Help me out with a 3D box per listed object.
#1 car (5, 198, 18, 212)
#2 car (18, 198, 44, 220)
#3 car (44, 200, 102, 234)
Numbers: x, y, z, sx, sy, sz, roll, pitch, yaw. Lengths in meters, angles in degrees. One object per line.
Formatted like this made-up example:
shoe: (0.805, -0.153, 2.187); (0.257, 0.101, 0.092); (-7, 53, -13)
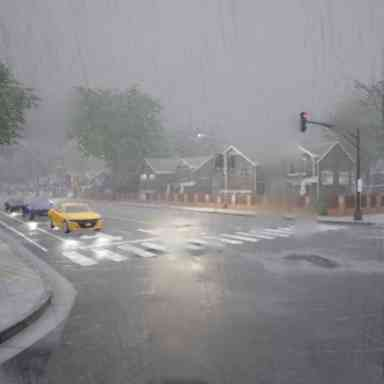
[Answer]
car: (-18.571, 1.342, 35.423); (2.033, 1.411, 5.357); (-1, 1, -37)
car: (-12.408, 1.325, 26.880); (1.882, 1.535, 5.008); (-1, 1, -36)
car: (-6.760, 1.374, 19.047); (1.882, 1.535, 5.008); (-1, 1, -36)
